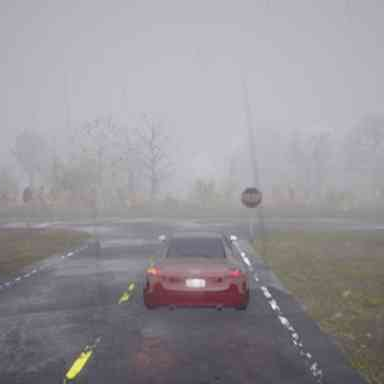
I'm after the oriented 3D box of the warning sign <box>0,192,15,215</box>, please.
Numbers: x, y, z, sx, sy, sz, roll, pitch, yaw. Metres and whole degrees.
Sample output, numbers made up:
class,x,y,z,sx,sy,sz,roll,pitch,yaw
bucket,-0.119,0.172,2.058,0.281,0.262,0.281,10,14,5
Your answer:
class,x,y,z,sx,sy,sz,roll,pitch,yaw
warning sign,-15.467,0.943,27.457,1.060,1.860,1.300,0,0,2

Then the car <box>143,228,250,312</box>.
class,x,y,z,sx,sy,sz,roll,pitch,yaw
car,0.129,1.507,7.685,1.994,1.385,4.181,0,0,2
